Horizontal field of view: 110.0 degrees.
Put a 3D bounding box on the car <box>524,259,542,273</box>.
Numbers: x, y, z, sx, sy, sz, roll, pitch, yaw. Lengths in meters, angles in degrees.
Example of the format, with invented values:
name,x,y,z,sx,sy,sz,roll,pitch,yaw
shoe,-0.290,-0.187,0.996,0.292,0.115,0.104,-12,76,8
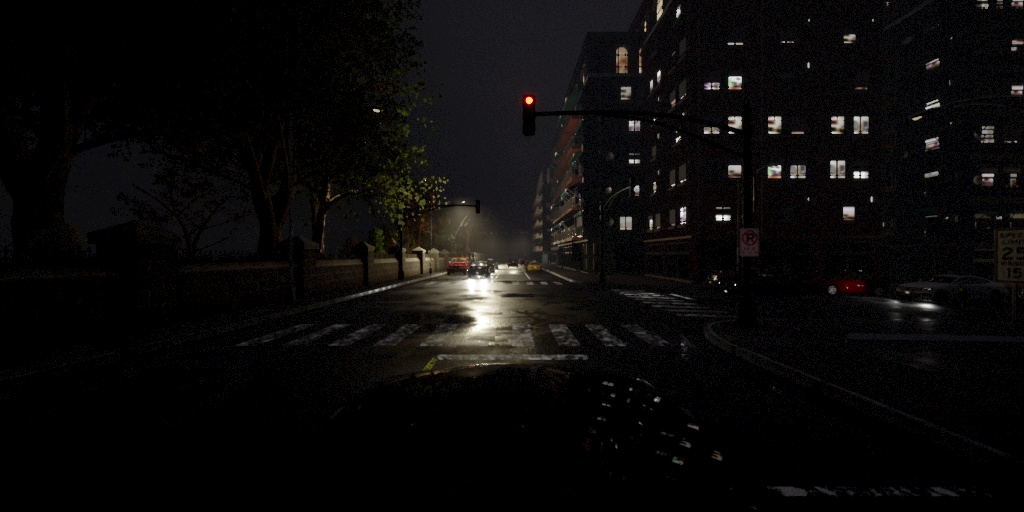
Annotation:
name,x,y,z,sx,sy,sz,roll,pitch,yaw
car,2.743,1.283,44.228,1.751,1.417,4.829,0,0,0

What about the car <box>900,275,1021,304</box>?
name,x,y,z,sx,sy,sz,roll,pitch,yaw
car,23.667,1.723,19.343,4.674,1.442,1.812,1,0,0

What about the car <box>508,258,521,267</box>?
name,x,y,z,sx,sy,sz,roll,pitch,yaw
car,0.177,1.319,64.305,2.033,1.411,5.357,0,0,-1

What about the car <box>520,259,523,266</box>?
name,x,y,z,sx,sy,sz,roll,pitch,yaw
car,2.756,1.316,55.128,2.007,1.370,4.403,0,0,0

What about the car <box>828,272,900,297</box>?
name,x,y,z,sx,sy,sz,roll,pitch,yaw
car,20.318,1.671,21.933,4.507,1.381,1.888,0,0,0

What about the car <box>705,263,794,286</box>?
name,x,y,z,sx,sy,sz,roll,pitch,yaw
car,14.623,1.338,21.922,5.009,1.841,2.192,0,0,0

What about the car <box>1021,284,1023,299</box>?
name,x,y,z,sx,sy,sz,roll,pitch,yaw
car,31.539,1.857,21.954,4.829,1.417,1.751,0,0,0

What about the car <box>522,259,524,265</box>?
name,x,y,z,sx,sy,sz,roll,pitch,yaw
car,2.749,1.306,49.593,1.888,1.381,4.507,0,0,0

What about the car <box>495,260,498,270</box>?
name,x,y,z,sx,sy,sz,roll,pitch,yaw
car,-3.045,1.263,43.641,1.837,1.490,4.892,0,0,0

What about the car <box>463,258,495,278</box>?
name,x,y,z,sx,sy,sz,roll,pitch,yaw
car,-3.062,1.245,34.235,2.128,1.511,4.902,0,0,0

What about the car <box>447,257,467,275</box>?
name,x,y,z,sx,sy,sz,roll,pitch,yaw
car,-5.645,1.069,38.532,2.192,1.841,5.009,0,0,0

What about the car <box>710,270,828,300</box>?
name,x,y,z,sx,sy,sz,roll,pitch,yaw
car,13.725,1.618,19.327,4.718,1.301,1.895,1,0,0
